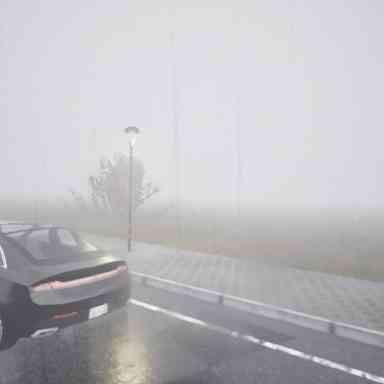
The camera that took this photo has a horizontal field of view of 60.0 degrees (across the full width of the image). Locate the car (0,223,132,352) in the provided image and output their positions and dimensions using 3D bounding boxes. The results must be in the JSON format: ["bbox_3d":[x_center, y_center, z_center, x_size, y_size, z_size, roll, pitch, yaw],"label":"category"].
[{"bbox_3d":[-3.206,1.303,5.880,4.902,1.511,2.128,2,1,36],"label":"car"}]
